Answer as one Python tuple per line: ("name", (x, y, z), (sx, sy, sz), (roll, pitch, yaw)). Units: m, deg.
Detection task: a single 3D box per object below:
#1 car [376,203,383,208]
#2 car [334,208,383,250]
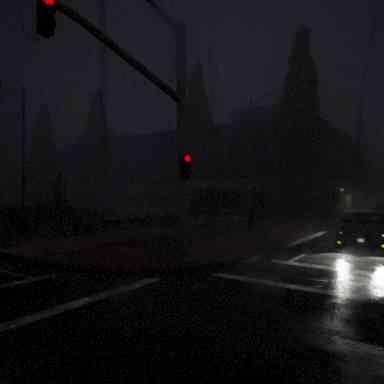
("car", (12.395, 1.438, 20.748), (1.882, 1.535, 5.008), (0, 0, 36))
("car", (7.175, 1.539, 13.498), (1.994, 1.385, 4.181), (0, 0, 36))
